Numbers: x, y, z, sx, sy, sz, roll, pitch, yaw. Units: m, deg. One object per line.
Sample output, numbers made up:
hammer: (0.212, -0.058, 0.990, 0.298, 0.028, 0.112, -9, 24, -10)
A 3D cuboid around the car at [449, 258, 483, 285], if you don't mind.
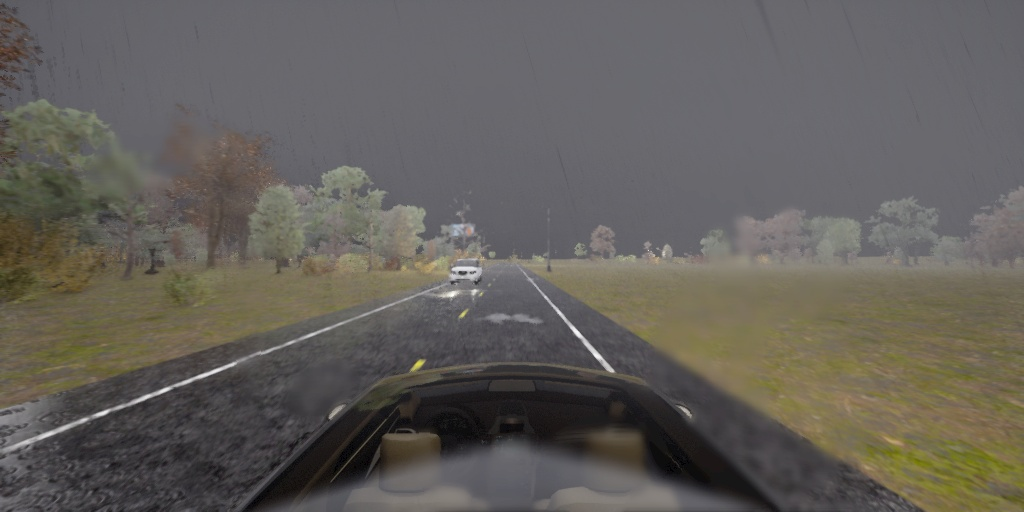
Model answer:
car: (-3.582, 1.212, 28.801, 2.150, 2.045, 5.566, 0, 0, 0)
